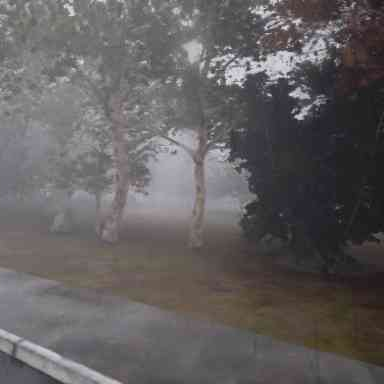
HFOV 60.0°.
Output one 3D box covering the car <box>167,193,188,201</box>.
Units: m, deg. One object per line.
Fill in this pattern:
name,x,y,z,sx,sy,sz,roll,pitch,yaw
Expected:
car,-4.533,1.262,94.509,2.435,2.045,5.566,6,1,41
